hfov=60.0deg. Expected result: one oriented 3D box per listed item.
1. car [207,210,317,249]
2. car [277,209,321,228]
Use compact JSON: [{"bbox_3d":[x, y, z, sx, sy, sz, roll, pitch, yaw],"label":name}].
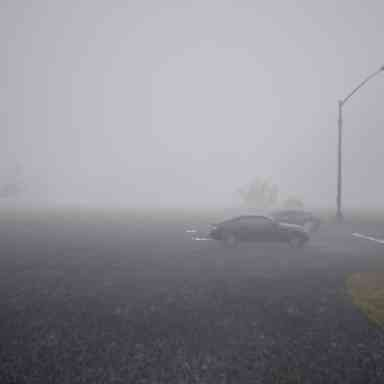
[{"bbox_3d":[3.027,1.738,15.445,4.674,1.442,1.812,1,0,0],"label":"car"},{"bbox_3d":[6.134,1.896,22.419,4.892,1.490,1.837,0,0,0],"label":"car"}]
